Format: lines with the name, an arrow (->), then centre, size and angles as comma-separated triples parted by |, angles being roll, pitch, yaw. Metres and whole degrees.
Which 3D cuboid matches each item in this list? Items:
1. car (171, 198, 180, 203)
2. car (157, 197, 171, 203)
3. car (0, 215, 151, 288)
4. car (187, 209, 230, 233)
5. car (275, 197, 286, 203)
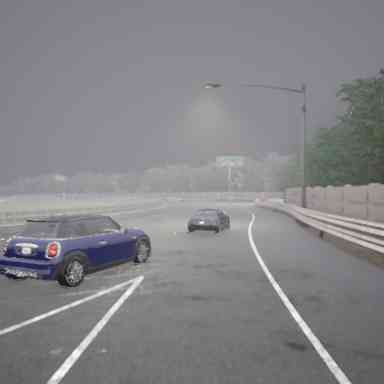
car -> -4.972, 2.367, 93.890 | 1.895, 1.301, 4.718 | 0, -1, -25
car -> -8.195, 2.257, 92.529 | 1.837, 1.490, 4.892 | 0, -1, -25
car -> -3.102, 1.445, 9.924 | 2.097, 1.767, 4.553 | 0, -1, 24
car -> 1.160, 1.772, 21.174 | 1.994, 1.385, 4.181 | 0, -1, 17
car -> 24.377, 2.225, 88.888 | 4.553, 1.767, 2.097 | 0, -1, -31
